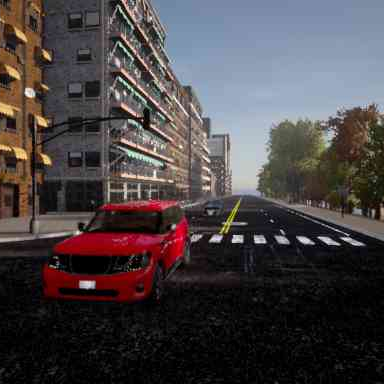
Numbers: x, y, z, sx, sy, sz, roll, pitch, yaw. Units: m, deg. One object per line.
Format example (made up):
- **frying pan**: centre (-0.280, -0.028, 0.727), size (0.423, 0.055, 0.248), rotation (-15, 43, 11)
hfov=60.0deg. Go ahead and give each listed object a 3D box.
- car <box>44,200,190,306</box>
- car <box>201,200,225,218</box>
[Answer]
- **car**: centre (-1.438, 1.281, 8.630), size (2.150, 2.045, 5.566), rotation (0, 0, 9)
- **car**: centre (1.928, 1.500, 30.033), size (2.128, 1.511, 4.902), rotation (0, 0, 9)
